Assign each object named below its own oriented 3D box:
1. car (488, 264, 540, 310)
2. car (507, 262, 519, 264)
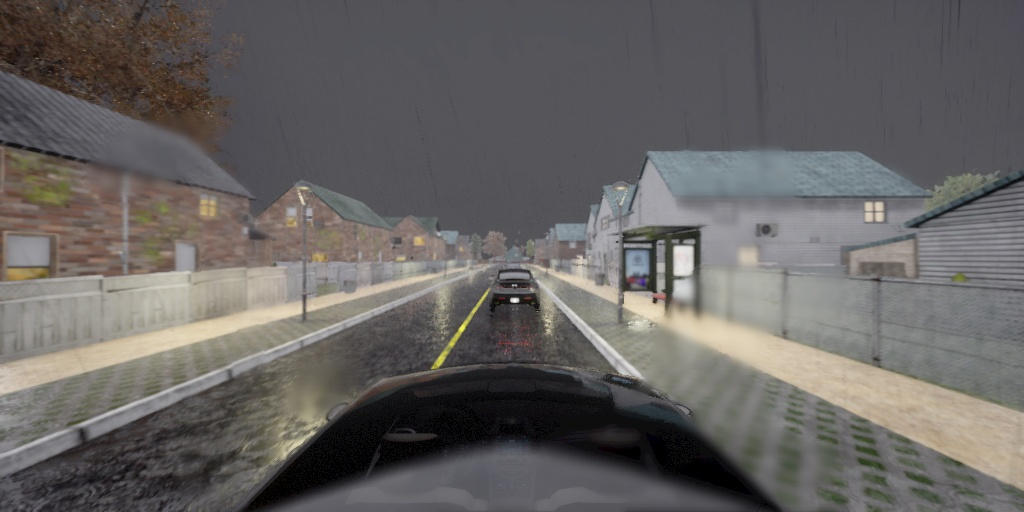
[{"bbox_3d":[0.100,1.252,14.572,1.837,1.490,4.892,0,0,0],"label":"car"},{"bbox_3d":[0.109,1.338,36.840,2.033,1.411,5.357,0,0,0],"label":"car"}]
